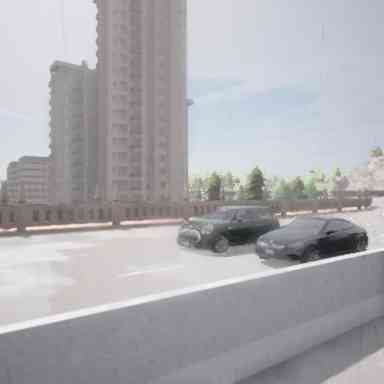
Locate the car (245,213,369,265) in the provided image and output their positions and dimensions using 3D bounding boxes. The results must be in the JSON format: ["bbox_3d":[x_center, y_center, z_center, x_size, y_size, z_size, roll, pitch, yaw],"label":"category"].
[{"bbox_3d":[4.211,1.541,11.310,4.674,1.442,1.812,0,0,-36],"label":"car"}]

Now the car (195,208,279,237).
[{"bbox_3d":[2.617,1.624,18.769,4.718,1.301,1.895,0,0,-36],"label":"car"}]

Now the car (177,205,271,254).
[{"bbox_3d":[1.617,1.366,13.762,4.553,1.767,2.097,0,0,-36],"label":"car"}]
